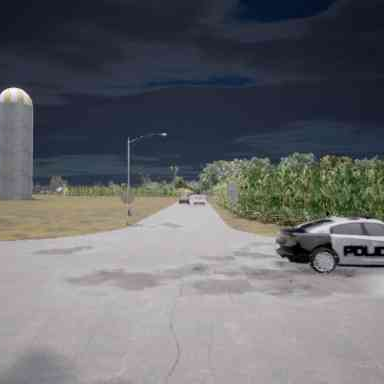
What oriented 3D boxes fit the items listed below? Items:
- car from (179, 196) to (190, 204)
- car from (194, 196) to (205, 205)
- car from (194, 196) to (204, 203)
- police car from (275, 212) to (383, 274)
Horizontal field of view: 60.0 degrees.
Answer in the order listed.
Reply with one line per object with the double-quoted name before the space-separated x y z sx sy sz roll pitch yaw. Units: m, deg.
"car" -1.425 1.456 61.939 1.882 1.535 5.008 0 0 1
"car" 1.239 1.582 57.741 1.895 1.301 4.718 0 0 1
"car" 1.445 1.520 67.714 2.033 1.411 5.357 0 0 1
"police car" 5.176 1.448 9.964 5.238 1.638 1.930 1 0 1
